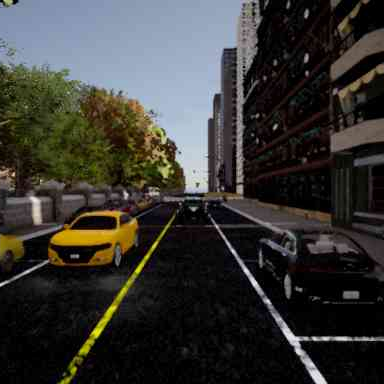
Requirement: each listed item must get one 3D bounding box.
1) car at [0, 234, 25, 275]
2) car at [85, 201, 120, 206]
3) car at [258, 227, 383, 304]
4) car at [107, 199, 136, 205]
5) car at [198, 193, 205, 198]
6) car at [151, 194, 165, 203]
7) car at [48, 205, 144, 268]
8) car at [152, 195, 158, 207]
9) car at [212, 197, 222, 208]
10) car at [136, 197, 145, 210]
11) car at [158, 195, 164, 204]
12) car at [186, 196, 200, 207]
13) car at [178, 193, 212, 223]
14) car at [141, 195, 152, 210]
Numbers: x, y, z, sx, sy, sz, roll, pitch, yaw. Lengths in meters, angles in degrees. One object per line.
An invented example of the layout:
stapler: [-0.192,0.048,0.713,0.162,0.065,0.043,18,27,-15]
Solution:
car: [-5.685,1.469,7.638,1.752,1.417,4.829,0,0,0]
car: [-5.683,1.430,18.885,1.947,1.339,4.313,0,0,0]
car: [2.695,1.494,7.808,2.008,1.369,4.403,0,0,0]
car: [-5.681,1.266,24.423,1.967,1.590,4.097,0,0,0]
car: [2.715,0.941,95.571,1.947,1.339,4.313,0,0,0]
car: [-5.803,1.149,57.655,1.887,1.381,4.507,0,0,0]
car: [-3.031,1.396,11.179,1.882,1.535,5.008,0,0,1]
car: [-5.677,1.154,41.039,1.967,1.590,4.097,0,0,0]
car: [2.703,1.265,41.040,2.008,1.369,4.403,0,0,0]
car: [-5.680,1.370,29.962,1.802,1.307,4.206,0,0,0]
car: [-5.752,1.191,52.115,2.008,1.369,4.403,0,0,0]
car: [0.112,1.284,45.600,1.895,1.301,4.718,0,0,0]
car: [0.106,1.181,24.150,2.097,1.767,4.553,0,1,0]
car: [-5.679,1.277,35.330,1.752,1.417,4.829,0,0,0]
